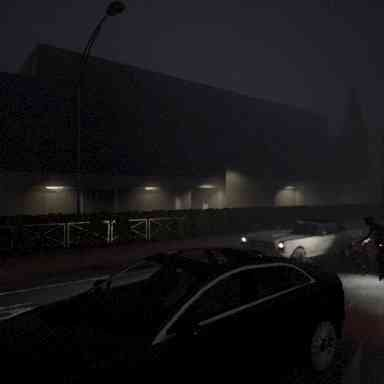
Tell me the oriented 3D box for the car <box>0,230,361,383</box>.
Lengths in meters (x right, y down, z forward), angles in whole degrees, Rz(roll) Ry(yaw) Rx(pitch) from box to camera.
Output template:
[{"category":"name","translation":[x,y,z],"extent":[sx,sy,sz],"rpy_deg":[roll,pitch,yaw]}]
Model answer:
[{"category":"car","translation":[-0.017,1.492,3.935],"extent":[4.902,1.511,2.128],"rpy_deg":[0,0,-39]}]

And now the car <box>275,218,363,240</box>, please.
[{"category":"car","translation":[3.794,1.601,11.335],"extent":[4.718,1.301,1.895],"rpy_deg":[0,0,-37]}]

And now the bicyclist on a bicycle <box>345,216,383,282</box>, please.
[{"category":"bicyclist on a bicycle","translation":[4.702,1.454,8.492],"extent":[0.582,1.620,1.656],"rpy_deg":[0,-2,-37]}]
